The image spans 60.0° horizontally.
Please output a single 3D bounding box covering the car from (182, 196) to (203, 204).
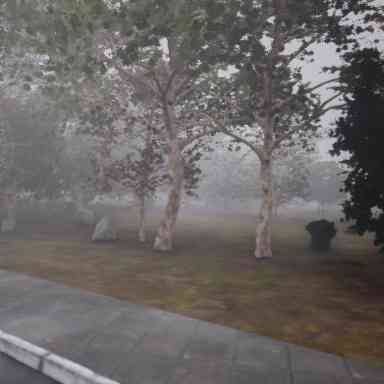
[{"bbox_3d":[-0.318,2.140,93.113,2.435,2.045,5.566,5,1,42],"label":"car"}]

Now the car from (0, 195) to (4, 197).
[{"bbox_3d":[-27.749,-0.196,45.354,2.150,2.045,5.566,5,-1,41],"label":"car"}]
